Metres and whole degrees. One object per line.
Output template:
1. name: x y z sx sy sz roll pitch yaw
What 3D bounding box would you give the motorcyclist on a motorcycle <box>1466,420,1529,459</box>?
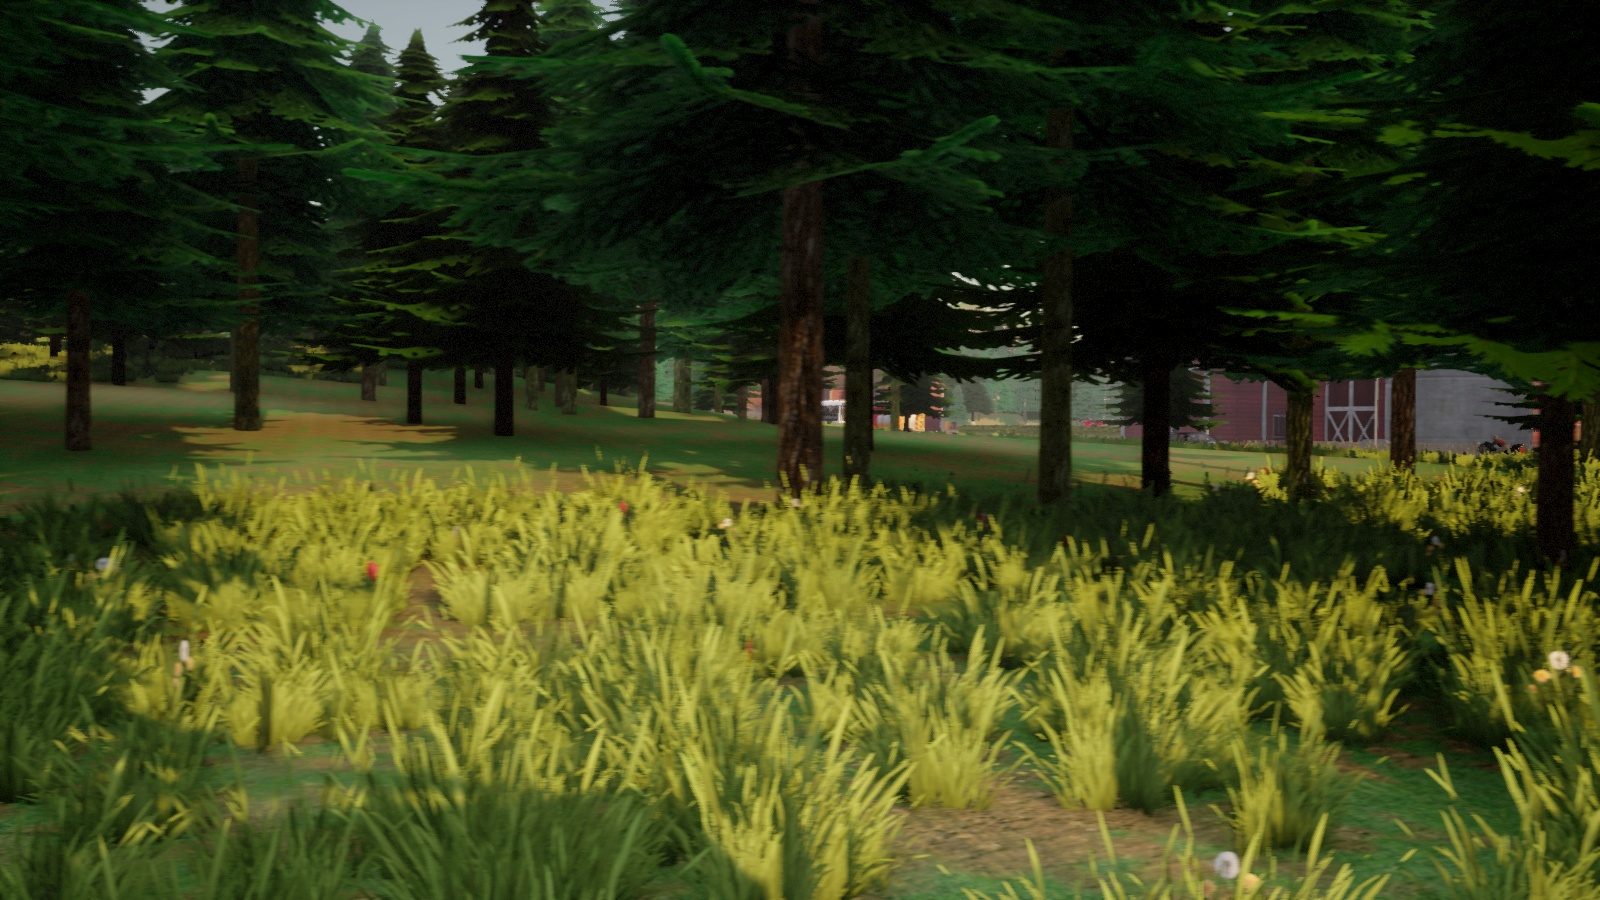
1. motorcyclist on a motorcycle: 28.318 -0.443 51.027 0.866 1.530 2.191 -1 1 -20

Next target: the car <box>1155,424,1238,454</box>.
1. car: 19.995 -0.577 63.470 1.816 1.474 4.193 -1 1 -20

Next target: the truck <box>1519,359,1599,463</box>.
1. truck: 28.190 -1.299 41.219 2.891 3.462 7.936 -1 1 -20
